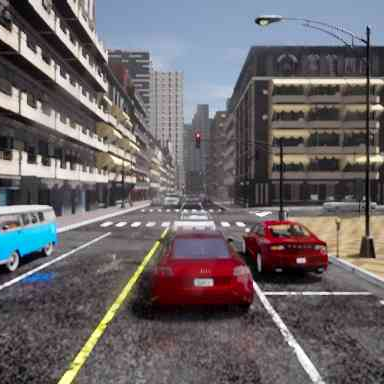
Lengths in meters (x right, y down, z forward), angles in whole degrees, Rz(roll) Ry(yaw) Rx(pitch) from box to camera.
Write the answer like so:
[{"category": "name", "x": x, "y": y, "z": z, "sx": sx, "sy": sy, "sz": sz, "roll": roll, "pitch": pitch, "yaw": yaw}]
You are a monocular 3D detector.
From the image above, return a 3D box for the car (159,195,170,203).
[{"category": "car", "x": -5.707, "y": 1.481, "z": 70.448, "sx": 1.967, "sy": 1.590, "sz": 4.097, "roll": -1, "pitch": 0, "yaw": 0}]

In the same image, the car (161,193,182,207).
[{"category": "car", "x": -3.093, "y": 1.241, "z": 50.544, "sx": 2.150, "sy": 2.045, "sz": 5.566, "roll": 0, "pitch": 0, "yaw": 0}]

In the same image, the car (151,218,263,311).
[{"category": "car", "x": 0.121, "y": 1.565, "z": 7.876, "sx": 1.994, "sy": 1.385, "sz": 4.181, "roll": 0, "pitch": 0, "yaw": -2}]

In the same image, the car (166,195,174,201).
[{"category": "car", "x": -5.707, "y": 1.586, "z": 86.862, "sx": 1.752, "sy": 1.417, "sz": 4.829, "roll": -1, "pitch": 0, "yaw": 0}]

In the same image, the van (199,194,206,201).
[{"category": "van", "x": 2.671, "y": 1.402, "z": 87.028, "sx": 1.690, "sy": 1.788, "sz": 3.998, "roll": -1, "pitch": 0, "yaw": 0}]

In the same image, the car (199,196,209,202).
[{"category": "car", "x": 2.675, "y": 1.598, "z": 75.972, "sx": 2.008, "sy": 1.369, "sz": 4.403, "roll": -1, "pitch": 0, "yaw": 0}]

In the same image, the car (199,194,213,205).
[{"category": "car", "x": 2.675, "y": 1.469, "z": 59.389, "sx": 1.967, "sy": 1.590, "sz": 4.097, "roll": -1, "pitch": 0, "yaw": 0}]

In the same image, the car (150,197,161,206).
[{"category": "car", "x": -5.703, "y": 1.574, "z": 53.865, "sx": 2.008, "sy": 1.369, "sz": 4.403, "roll": 0, "pitch": 0, "yaw": 0}]

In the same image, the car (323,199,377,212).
[{"category": "car", "x": 15.708, "y": 1.323, "z": 33.390, "sx": 4.718, "sy": 1.301, "sz": 1.895, "roll": -1, "pitch": 0, "yaw": -1}]

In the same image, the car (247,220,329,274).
[{"category": "car", "x": 2.681, "y": 1.546, "z": 10.389, "sx": 1.887, "sy": 1.381, "sz": 4.507, "roll": 0, "pitch": 0, "yaw": 0}]

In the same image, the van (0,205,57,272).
[{"category": "van", "x": -5.701, "y": 1.342, "z": 10.389, "sx": 1.690, "sy": 1.788, "sz": 3.998, "roll": 0, "pitch": 0, "yaw": 0}]

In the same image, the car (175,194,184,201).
[{"category": "car", "x": -3.009, "y": 1.376, "z": 82.057, "sx": 2.128, "sy": 1.511, "sz": 4.902, "roll": 0, "pitch": 0, "yaw": 0}]

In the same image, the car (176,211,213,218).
[{"category": "car", "x": 0.110, "y": 1.604, "z": 16.676, "sx": 1.895, "sy": 1.301, "sz": 4.718, "roll": 0, "pitch": 0, "yaw": 1}]

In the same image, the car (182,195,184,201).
[{"category": "car", "x": -3.029, "y": 1.600, "z": 66.474, "sx": 1.994, "sy": 1.385, "sz": 4.181, "roll": 0, "pitch": 0, "yaw": 0}]

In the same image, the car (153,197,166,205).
[{"category": "car", "x": -5.704, "y": 1.595, "z": 59.392, "sx": 1.947, "sy": 1.339, "sz": 4.313, "roll": 0, "pitch": 0, "yaw": 0}]
